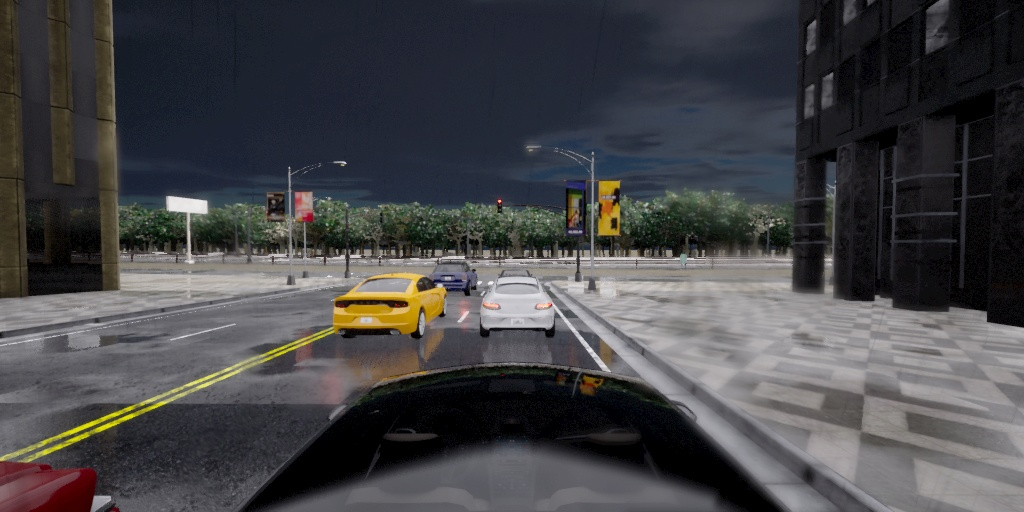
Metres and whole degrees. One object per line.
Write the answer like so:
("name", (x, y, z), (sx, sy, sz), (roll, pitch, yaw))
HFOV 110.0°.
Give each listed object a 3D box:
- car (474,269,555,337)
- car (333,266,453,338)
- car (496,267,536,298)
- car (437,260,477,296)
("car", (0.138, 1.271, 10.166), (1.812, 1.442, 4.674), (0, 0, 0))
("car", (-3.114, 1.223, 10.157), (1.882, 1.535, 5.008), (0, 0, 0))
("car", (0.180, 1.342, 19.328), (1.895, 1.301, 4.718), (0, 0, 0))
("car", (-3.072, 1.093, 19.339), (2.097, 1.767, 4.553), (0, 0, 0))
